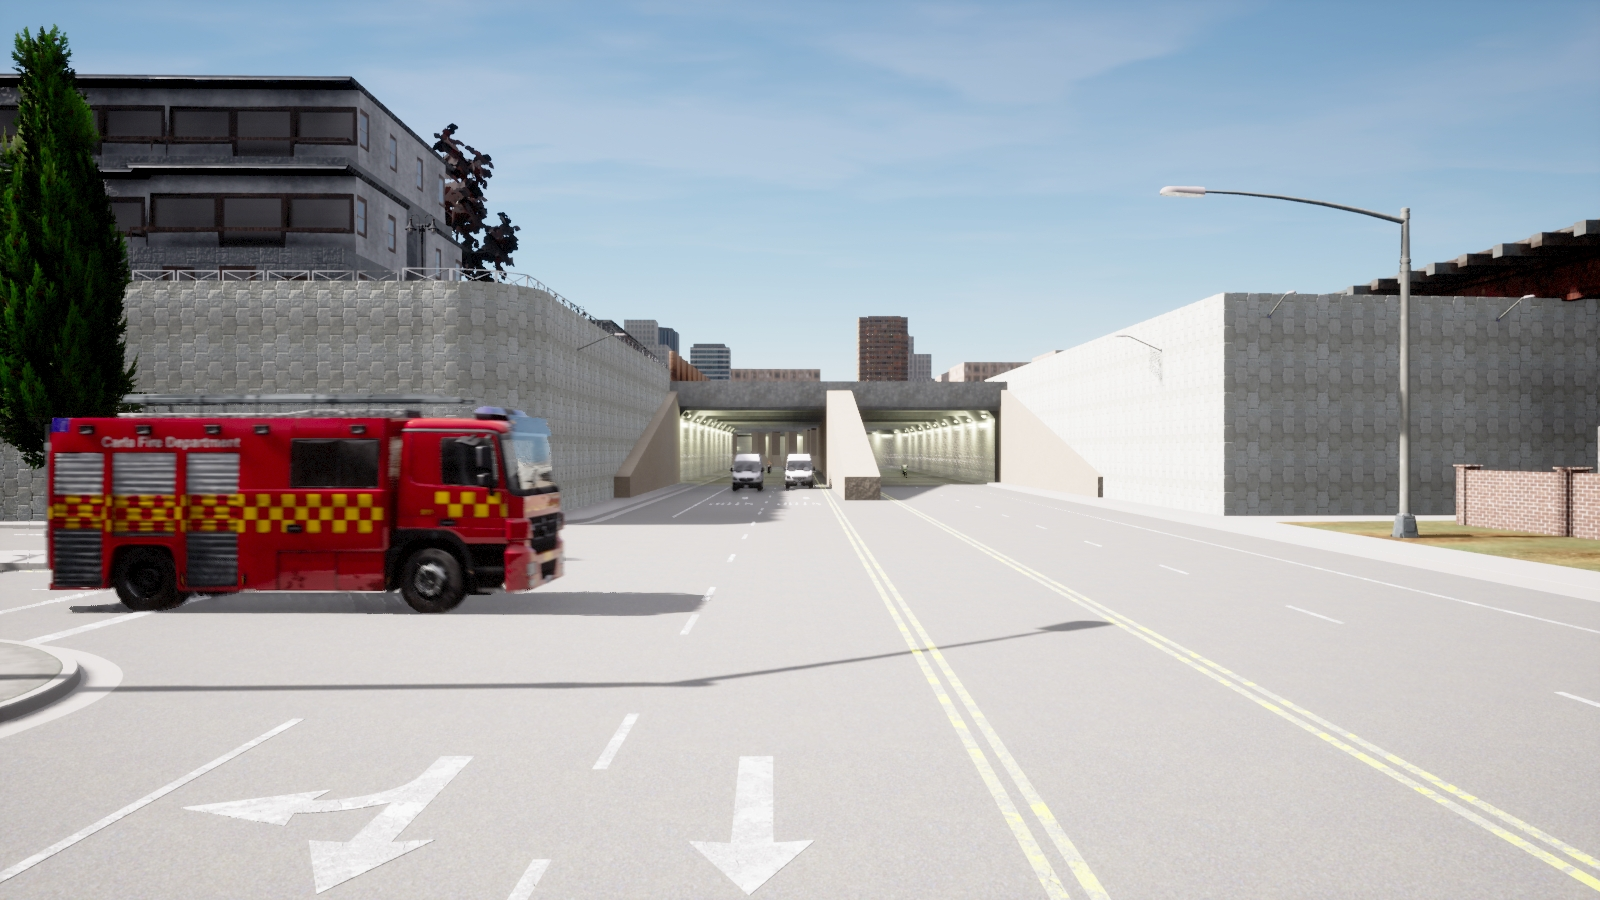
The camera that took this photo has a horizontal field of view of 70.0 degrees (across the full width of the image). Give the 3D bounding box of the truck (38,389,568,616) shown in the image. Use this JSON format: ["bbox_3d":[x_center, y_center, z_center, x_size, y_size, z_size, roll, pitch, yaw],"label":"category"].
[{"bbox_3d":[-8.780,0.890,20.860,8.468,3.827,2.891,0,0,2],"label":"truck"}]
